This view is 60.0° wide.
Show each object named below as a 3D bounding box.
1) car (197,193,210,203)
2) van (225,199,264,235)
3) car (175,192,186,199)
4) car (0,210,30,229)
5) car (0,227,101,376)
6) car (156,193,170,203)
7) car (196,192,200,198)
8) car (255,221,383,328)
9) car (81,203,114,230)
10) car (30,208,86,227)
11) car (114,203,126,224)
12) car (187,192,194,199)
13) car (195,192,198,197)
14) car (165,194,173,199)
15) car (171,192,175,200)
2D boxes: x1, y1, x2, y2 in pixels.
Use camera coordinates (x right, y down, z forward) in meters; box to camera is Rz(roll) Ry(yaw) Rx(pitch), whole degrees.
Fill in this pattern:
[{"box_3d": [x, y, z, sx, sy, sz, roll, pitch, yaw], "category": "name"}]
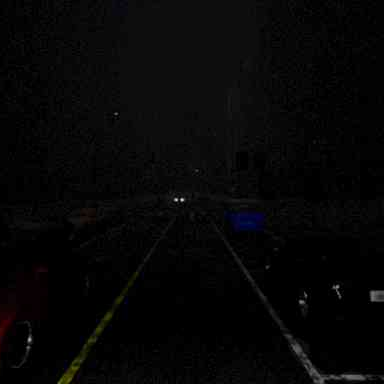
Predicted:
[{"box_3d": [2.545, 1.352, 65.711, 2.008, 1.369, 4.403, 0, 0, -1], "category": "car"}, {"box_3d": [2.755, 1.284, 17.942, 1.690, 1.788, 3.998, 0, 0, 0], "category": "van"}, {"box_3d": [-3.452, 1.090, 90.607, 2.097, 1.767, 4.553, 0, 0, -1], "category": "car"}, {"box_3d": [-5.767, 1.292, 6.911, 2.192, 1.841, 5.009, 0, 0, 0], "category": "car"}, {"box_3d": [-3.102, 1.546, 5.376, 1.994, 1.385, 4.181, 0, 0, 0], "category": "car"}, {"box_3d": [-5.980, 1.352, 65.634, 2.008, 1.369, 4.403, 0, 0, -1], "category": "car"}, {"box_3d": [2.442, 1.316, 76.599, 1.887, 1.381, 4.507, 0, 0, -1], "category": "car"}, {"box_3d": [2.759, 1.544, 6.918, 1.947, 1.339, 4.313, 0, 0, 0], "category": "car"}, {"box_3d": [-5.770, 1.469, 17.768, 1.752, 1.417, 4.829, 0, 0, 0], "category": "car"}, {"box_3d": [-5.768, 1.511, 12.425, 2.008, 1.369, 4.403, 0, 0, 0], "category": "car"}, {"box_3d": [-5.772, 1.476, 23.451, 2.008, 1.369, 4.403, 0, 0, 0], "category": "car"}, {"box_3d": [-0.477, 1.197, 93.296, 1.882, 1.535, 5.008, 0, 0, -1], "category": "car"}, {"box_3d": [2.391, 1.308, 82.043, 2.008, 1.369, 4.403, 0, 0, -1], "category": "car"}, {"box_3d": [-6.214, 1.261, 90.440, 1.752, 1.417, 4.829, 0, 0, -1], "category": "car"}, {"box_3d": [-6.165, 1.314, 85.196, 1.947, 1.339, 4.313, 0, 0, -1], "category": "car"}]
